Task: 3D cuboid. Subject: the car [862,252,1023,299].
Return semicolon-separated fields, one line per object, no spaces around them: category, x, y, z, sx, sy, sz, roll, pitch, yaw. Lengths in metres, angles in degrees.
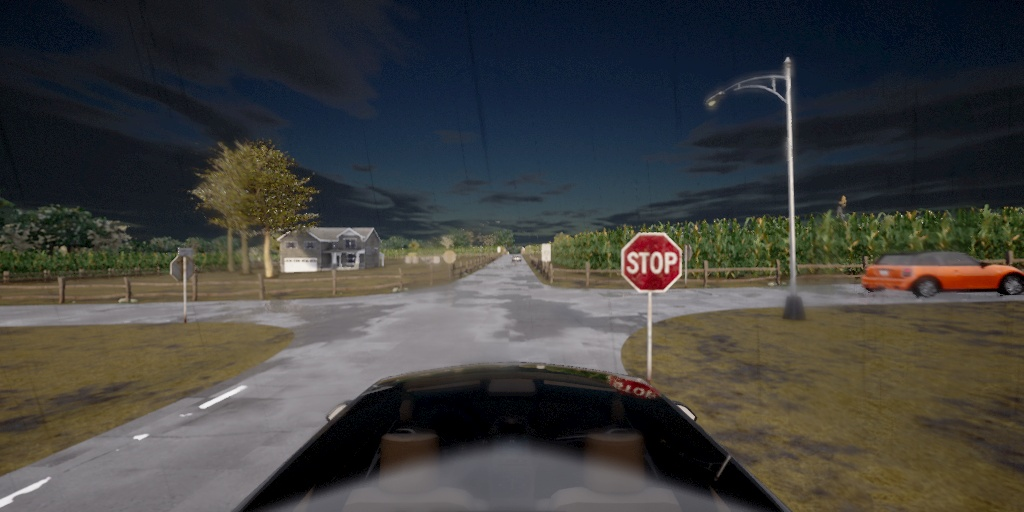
car;16.610;0.621;13.914;4.553;1.767;2.097;-2;0;1
